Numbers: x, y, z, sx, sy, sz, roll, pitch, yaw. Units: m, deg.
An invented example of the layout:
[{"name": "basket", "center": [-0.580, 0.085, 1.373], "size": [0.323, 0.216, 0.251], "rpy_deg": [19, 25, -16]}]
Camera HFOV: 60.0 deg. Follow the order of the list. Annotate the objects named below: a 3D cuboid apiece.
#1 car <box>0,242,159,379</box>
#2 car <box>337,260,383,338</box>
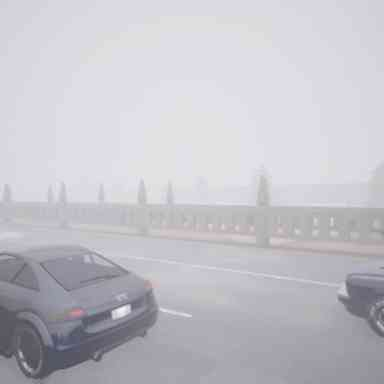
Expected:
[{"name": "car", "center": [-2.597, 1.571, 5.551], "size": [4.181, 1.385, 1.994], "rpy_deg": [0, 0, 34]}, {"name": "car", "center": [4.722, 1.562, 4.781], "size": [4.718, 1.301, 1.895], "rpy_deg": [0, 0, 36]}]
